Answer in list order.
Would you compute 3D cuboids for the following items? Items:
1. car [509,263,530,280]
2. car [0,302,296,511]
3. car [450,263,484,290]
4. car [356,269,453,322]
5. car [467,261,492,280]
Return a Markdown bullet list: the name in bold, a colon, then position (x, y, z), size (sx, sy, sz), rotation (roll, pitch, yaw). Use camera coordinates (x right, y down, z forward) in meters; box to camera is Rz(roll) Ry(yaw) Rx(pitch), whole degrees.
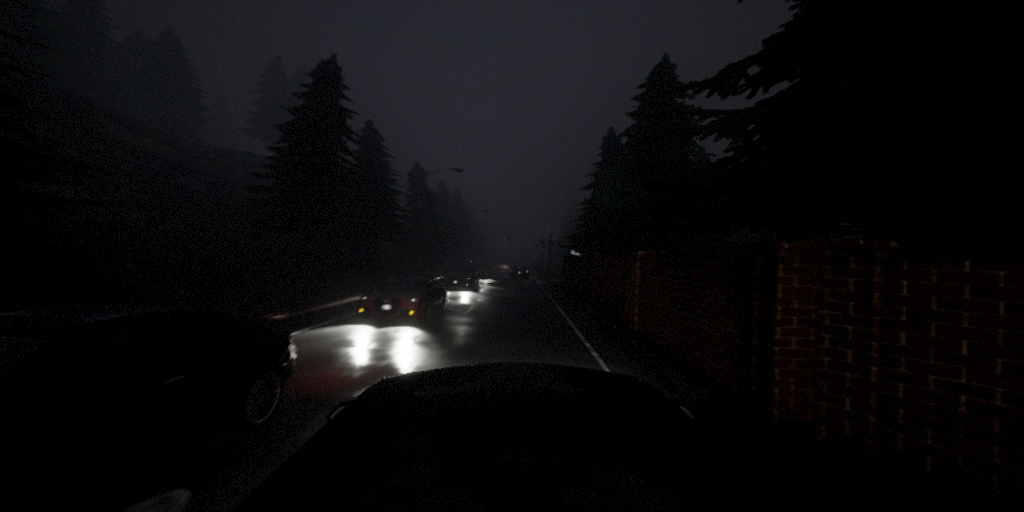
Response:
- **car**: position (0.721, 1.539, 35.236), size (1.994, 1.385, 4.181), rotation (2, 0, 2)
- **car**: position (-3.654, 1.152, 2.718), size (1.812, 1.442, 4.674), rotation (2, 0, 1)
- **car**: position (-3.199, 1.318, 22.530), size (1.994, 1.385, 4.181), rotation (2, 0, 2)
- **car**: position (-3.453, 1.250, 11.973), size (1.994, 1.385, 4.181), rotation (2, 0, 1)
- **car**: position (-2.962, 1.067, 28.597), size (1.994, 1.385, 4.181), rotation (2, 0, 1)
